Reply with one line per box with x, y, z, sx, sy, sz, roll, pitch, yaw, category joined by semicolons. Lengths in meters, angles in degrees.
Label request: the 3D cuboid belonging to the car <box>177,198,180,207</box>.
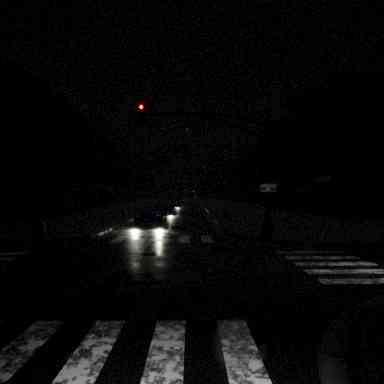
-2.927;1.545;51.816;1.837;1.490;4.892;0;-1;0;car

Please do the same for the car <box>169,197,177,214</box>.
-2.930;1.498;35.134;1.882;1.535;5.008;0;0;0;car

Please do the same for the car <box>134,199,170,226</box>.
-2.912;1.491;23.982;1.882;1.535;5.008;0;0;0;car
